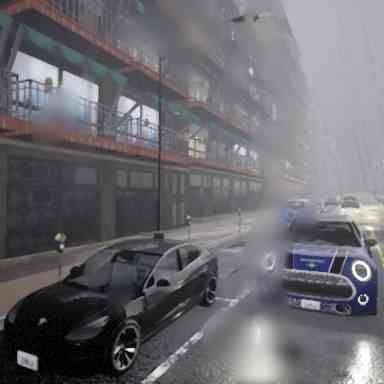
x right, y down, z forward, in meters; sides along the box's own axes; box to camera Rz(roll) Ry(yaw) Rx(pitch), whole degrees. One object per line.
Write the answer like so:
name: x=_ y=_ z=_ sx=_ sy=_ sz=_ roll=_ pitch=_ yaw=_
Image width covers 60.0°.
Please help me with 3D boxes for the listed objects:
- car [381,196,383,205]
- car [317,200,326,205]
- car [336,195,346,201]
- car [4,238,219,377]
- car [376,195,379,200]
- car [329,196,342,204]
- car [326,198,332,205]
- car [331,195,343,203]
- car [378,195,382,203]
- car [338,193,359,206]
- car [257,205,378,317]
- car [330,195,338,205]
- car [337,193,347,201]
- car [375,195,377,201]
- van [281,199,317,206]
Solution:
car: x=31.681 y=1.491 z=52.859 sx=1.887 sy=1.381 sz=4.507 roll=1 pitch=0 yaw=26
car: x=9.123 y=1.534 z=26.121 sx=1.887 sy=1.381 sz=4.507 roll=1 pitch=0 yaw=26
car: x=36.756 y=1.465 z=82.051 sx=2.008 sy=1.369 sz=4.403 roll=1 pitch=1 yaw=26
car: x=-0.926 y=1.568 z=5.783 sx=1.947 sy=1.339 sz=4.313 roll=1 pitch=0 yaw=26
car: x=36.704 y=1.482 z=63.027 sx=2.008 sy=1.369 sz=4.403 roll=1 pitch=0 yaw=26
car: x=26.708 y=1.498 z=61.713 sx=2.008 sy=1.369 sz=4.403 roll=1 pitch=0 yaw=26
car: x=11.635 y=1.536 z=31.206 sx=2.008 sy=1.369 sz=4.403 roll=1 pitch=0 yaw=26
car: x=29.222 y=1.380 z=66.798 sx=1.967 sy=1.590 sz=4.097 roll=1 pitch=0 yaw=26
car: x=34.192 y=1.490 z=57.943 sx=2.008 sy=1.369 sz=4.403 roll=1 pitch=0 yaw=26
car: x=20.666 y=1.319 z=43.439 sx=2.097 sy=1.767 sz=4.553 roll=0 pitch=0 yaw=26
car: x=3.031 y=1.350 z=7.745 sx=2.097 sy=1.767 sz=4.553 roll=0 pitch=0 yaw=26
car: x=21.684 y=1.527 z=51.545 sx=1.947 sy=1.339 sz=4.313 roll=1 pitch=0 yaw=26
car: x=39.271 y=1.220 z=87.132 sx=2.192 sy=1.841 sz=5.009 roll=1 pitch=1 yaw=26
car: x=39.216 y=1.468 z=68.111 sx=1.887 sy=1.381 sz=4.507 roll=1 pitch=0 yaw=26
van: x=6.613 y=1.335 z=21.035 sx=1.690 sy=1.788 sz=3.998 roll=1 pitch=0 yaw=26
